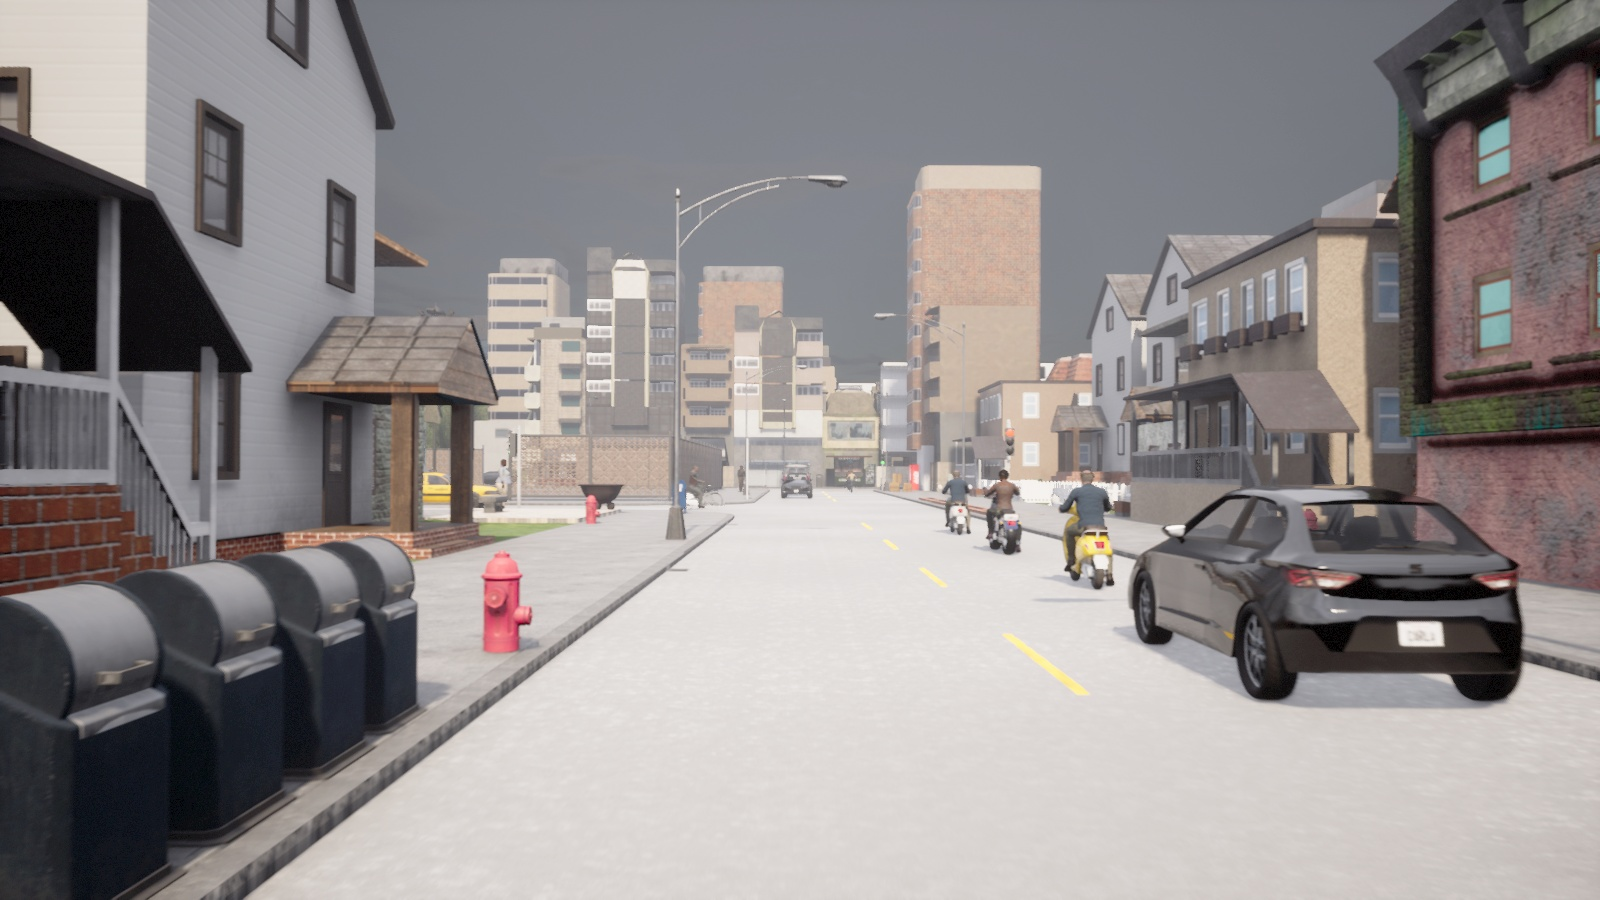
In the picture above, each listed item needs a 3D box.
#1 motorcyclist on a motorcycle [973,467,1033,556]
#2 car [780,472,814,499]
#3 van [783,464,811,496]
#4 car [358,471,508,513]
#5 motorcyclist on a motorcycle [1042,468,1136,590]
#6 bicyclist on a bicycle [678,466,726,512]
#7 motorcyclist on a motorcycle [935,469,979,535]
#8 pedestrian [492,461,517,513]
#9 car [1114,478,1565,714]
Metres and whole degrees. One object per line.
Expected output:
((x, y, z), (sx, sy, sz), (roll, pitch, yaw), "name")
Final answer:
((3.936, 1.159, 24.485), (0.766, 1.649, 2.350), (0, -1, 0), "motorcyclist on a motorcycle")
((-0.143, 2.049, 72.897), (1.816, 1.474, 4.193), (0, -1, 1), "car")
((-0.197, 1.934, 81.566), (1.775, 1.987, 4.442), (0, -1, 0), "van")
((-14.374, 1.637, 49.331), (5.366, 1.575, 1.801), (0, -1, 0), "car")
((3.954, 1.042, 17.328), (0.866, 1.590, 1.817), (0, -1, 0), "motorcyclist on a motorcycle")
((-3.876, 1.530, 49.541), (1.843, 1.776, 0.659), (0, -2, -7), "bicyclist on a bicycle")
((3.929, 1.281, 31.553), (0.866, 1.590, 1.817), (0, -1, 0), "motorcyclist on a motorcycle")
((-10.728, 1.327, 45.569), (0.900, 1.855, 0.874), (0, -1, -14), "pedestrian")
((3.973, 0.982, 10.130), (1.816, 1.474, 4.193), (0, -1, 0), "car")
